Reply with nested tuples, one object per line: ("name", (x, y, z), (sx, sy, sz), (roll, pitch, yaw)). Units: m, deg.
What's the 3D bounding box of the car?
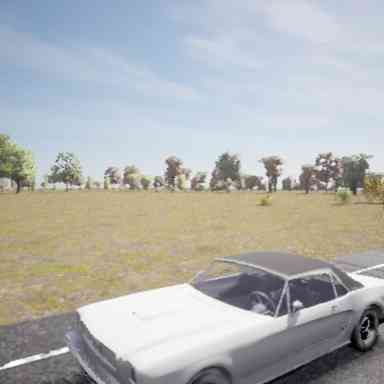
("car", (0.845, 1.599, 4.595), (4.718, 1.301, 1.895), (0, 0, -35))
